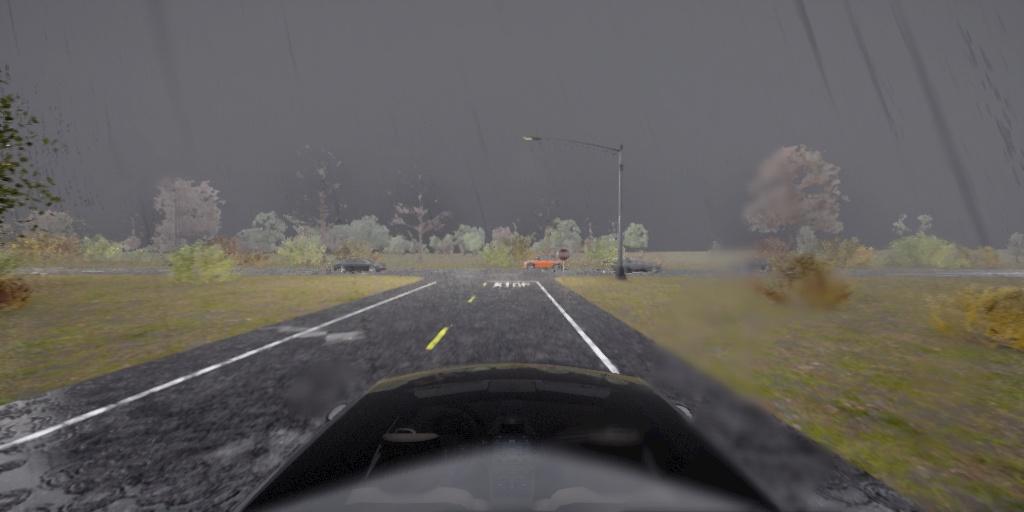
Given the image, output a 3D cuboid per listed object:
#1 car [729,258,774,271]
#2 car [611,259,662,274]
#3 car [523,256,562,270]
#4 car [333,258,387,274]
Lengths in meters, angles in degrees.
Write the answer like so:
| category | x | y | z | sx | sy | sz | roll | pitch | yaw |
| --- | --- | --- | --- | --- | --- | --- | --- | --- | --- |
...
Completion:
| category | x | y | z | sx | sy | sz | roll | pitch | yaw |
| --- | --- | --- | --- | --- | --- | --- | --- | --- | --- |
| car | 28.797 | 1.062 | 43.189 | 4.892 | 1.490 | 1.837 | -2 | 1 | -2 |
| car | 12.362 | 1.016 | 35.693 | 4.902 | 1.511 | 2.128 | 0 | 1 | -2 |
| car | 3.563 | 0.757 | 42.459 | 4.553 | 1.767 | 2.097 | 0 | 1 | -1 |
| car | -14.781 | 0.928 | 34.986 | 4.892 | 1.490 | 1.837 | 0 | 1 | -2 |
